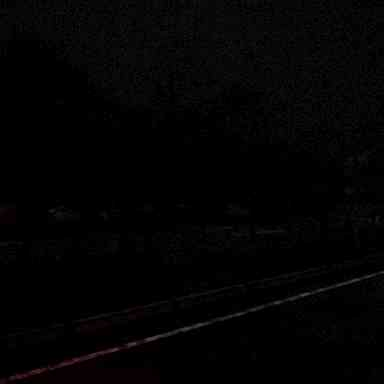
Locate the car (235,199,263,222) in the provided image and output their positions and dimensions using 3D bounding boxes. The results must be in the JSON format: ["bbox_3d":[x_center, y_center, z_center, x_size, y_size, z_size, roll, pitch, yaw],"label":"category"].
[{"bbox_3d":[3.259,1.638,28.830,1.946,1.575,5.366,1,0,-36],"label":"car"}]

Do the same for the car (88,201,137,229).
[{"bbox_3d":[-5.895,1.430,22.551,2.185,1.767,4.553,1,0,-36],"label":"car"}]

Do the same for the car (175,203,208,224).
[{"bbox_3d":[-1.359,1.599,25.748,2.231,1.521,4.892,1,0,-36],"label":"car"}]

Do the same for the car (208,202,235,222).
[{"bbox_3d":[0.877,1.649,27.391,2.163,1.488,4.792,1,0,-36],"label":"car"}]

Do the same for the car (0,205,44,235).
[{"bbox_3d":[-10.390,1.515,19.291,2.097,1.535,5.008,1,0,-36],"label":"car"}]

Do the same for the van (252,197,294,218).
[{"bbox_3d":[7.735,1.459,32.116,1.878,1.987,4.442,1,0,-36],"label":"van"}]

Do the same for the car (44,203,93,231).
[{"bbox_3d":[-8.134,1.575,20.908,2.002,1.452,4.674,1,0,-36],"label":"car"}]

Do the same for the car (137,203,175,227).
[{"bbox_3d":[-3.623,1.577,24.144,2.097,1.535,5.008,1,0,-36],"label":"car"}]

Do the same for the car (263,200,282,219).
[{"bbox_3d":[5.392,1.693,30.620,2.163,1.488,4.792,1,0,-36],"label":"car"}]
